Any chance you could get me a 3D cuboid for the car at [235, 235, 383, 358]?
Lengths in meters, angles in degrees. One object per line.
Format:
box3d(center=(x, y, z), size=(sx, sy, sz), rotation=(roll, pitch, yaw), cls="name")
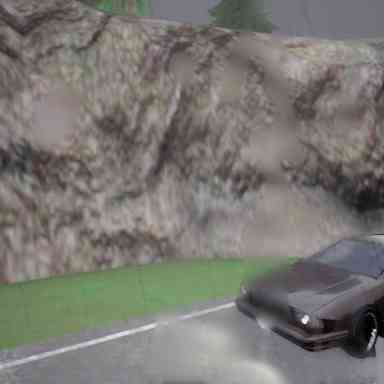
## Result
box3d(center=(3.454, 1.522, 5.954), size=(5.357, 1.411, 2.033), rotation=(0, 0, -25), cls="car")
